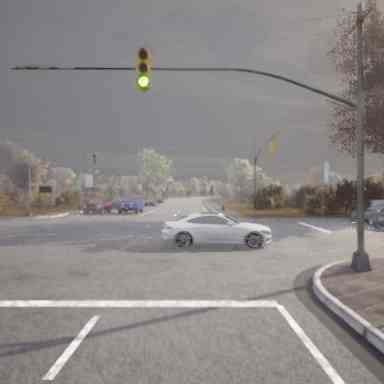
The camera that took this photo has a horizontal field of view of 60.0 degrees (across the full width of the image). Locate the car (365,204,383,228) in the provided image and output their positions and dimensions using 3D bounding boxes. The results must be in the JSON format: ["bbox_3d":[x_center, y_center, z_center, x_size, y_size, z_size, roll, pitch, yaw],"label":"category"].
[{"bbox_3d":[13.583,1.637,20.743,4.674,1.442,1.812,0,0,4],"label":"car"}]

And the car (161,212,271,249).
[{"bbox_3d":[1.015,1.615,14.343,4.674,1.442,1.812,0,0,3],"label":"car"}]

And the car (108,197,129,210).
[{"bbox_3d":[-10.582,1.609,48.267,2.097,1.767,4.553,0,0,0],"label":"car"}]

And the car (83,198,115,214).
[{"bbox_3d":[-10.631,1.552,37.518,2.097,1.767,4.553,0,0,1],"label":"car"}]

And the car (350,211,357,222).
[{"bbox_3d":[14.171,1.620,24.219,4.902,1.511,2.128,0,0,3],"label":"car"}]

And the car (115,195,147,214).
[{"bbox_3d":[-7.089,1.429,38.895,2.150,2.045,5.566,0,0,0],"label":"car"}]

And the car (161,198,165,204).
[{"bbox_3d":[-6.979,1.965,72.333,1.895,1.301,4.718,0,0,0],"label":"car"}]

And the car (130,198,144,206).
[{"bbox_3d":[-10.506,1.900,63.541,1.994,1.385,4.181,0,0,1],"label":"car"}]

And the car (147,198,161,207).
[{"bbox_3d":[-7.047,1.851,57.105,2.033,1.411,5.357,0,0,0],"label":"car"}]
